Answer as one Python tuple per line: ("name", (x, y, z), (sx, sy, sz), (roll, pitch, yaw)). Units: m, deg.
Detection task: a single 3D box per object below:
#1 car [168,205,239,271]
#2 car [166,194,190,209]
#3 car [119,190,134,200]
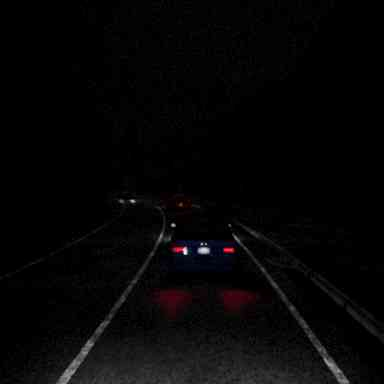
("car", (0.293, 1.364, 10.258), (2.033, 1.411, 5.357), (0, 1, 0))
("car", (-1.358, 0.889, 31.168), (1.882, 1.535, 5.008), (1, 1, -9))
("car", (-10.181, 0.361, 51.498), (1.882, 1.535, 5.008), (2, 0, -20))
